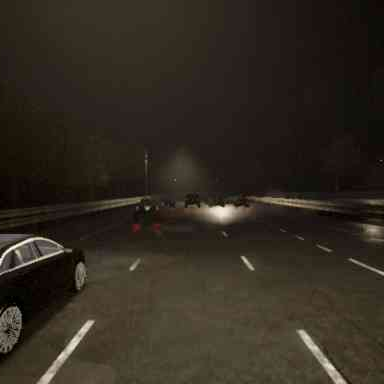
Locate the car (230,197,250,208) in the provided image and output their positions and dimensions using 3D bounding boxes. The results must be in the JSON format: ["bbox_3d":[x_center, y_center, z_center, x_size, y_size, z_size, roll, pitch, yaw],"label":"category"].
[{"bbox_3d":[6.988,1.575,47.739,1.895,1.301,4.718,0,0,0],"label":"car"}]

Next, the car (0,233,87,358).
[{"bbox_3d":[-3.402,1.489,5.963,2.128,1.511,4.902,0,0,0],"label":"car"}]

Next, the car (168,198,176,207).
[{"bbox_3d":[-3.416,1.576,49.835,1.895,1.301,4.718,0,0,0],"label":"car"}]

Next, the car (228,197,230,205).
[{"bbox_3d":[6.985,1.522,57.714,2.033,1.411,5.357,0,0,0],"label":"car"}]

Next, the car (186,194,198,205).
[{"bbox_3d":[-0.016,1.327,57.883,2.097,1.767,4.553,0,0,0],"label":"car"}]

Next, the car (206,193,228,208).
[{"bbox_3d":[3.488,1.327,47.678,2.097,1.767,4.553,0,0,0],"label":"car"}]

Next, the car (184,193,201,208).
[{"bbox_3d":[0.085,1.193,47.493,2.150,2.045,5.566,0,0,0],"label":"car"}]

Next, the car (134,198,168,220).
[{"bbox_3d":[-3.410,1.337,27.620,2.097,1.767,4.553,0,0,0],"label":"car"}]
